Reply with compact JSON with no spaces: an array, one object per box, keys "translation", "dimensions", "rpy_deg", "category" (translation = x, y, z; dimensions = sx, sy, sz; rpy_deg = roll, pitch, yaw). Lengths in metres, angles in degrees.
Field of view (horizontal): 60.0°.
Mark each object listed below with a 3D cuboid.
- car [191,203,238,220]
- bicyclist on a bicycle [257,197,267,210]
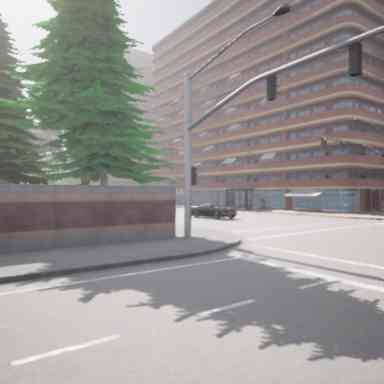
[{"translation":[1.902,1.704,29.723],"dimensions":[1.895,1.301,4.718],"rpy_deg":[0,0,-35],"category":"car"},{"translation":[8.634,1.434,40.989],"dimensions":[1.656,1.620,0.582],"rpy_deg":[0,0,-35],"category":"bicyclist on a bicycle"}]
